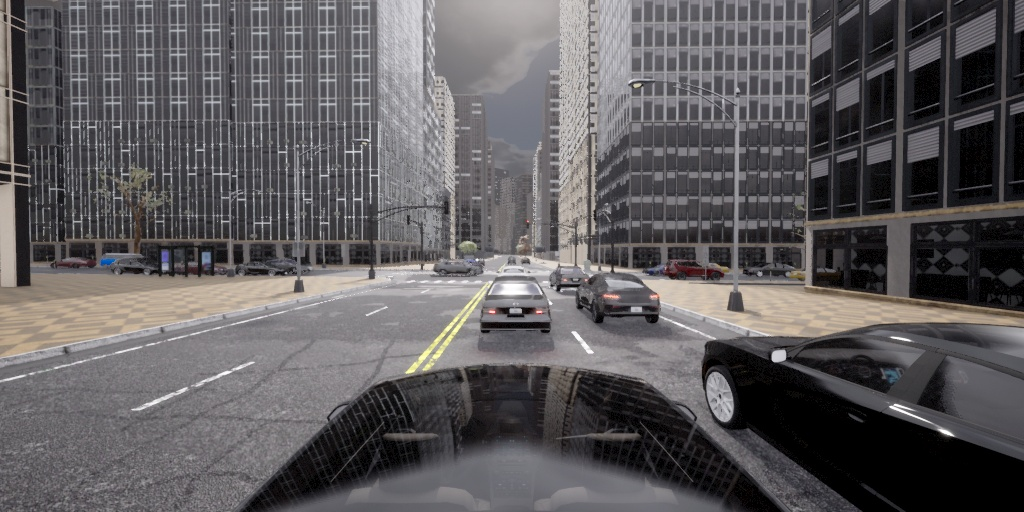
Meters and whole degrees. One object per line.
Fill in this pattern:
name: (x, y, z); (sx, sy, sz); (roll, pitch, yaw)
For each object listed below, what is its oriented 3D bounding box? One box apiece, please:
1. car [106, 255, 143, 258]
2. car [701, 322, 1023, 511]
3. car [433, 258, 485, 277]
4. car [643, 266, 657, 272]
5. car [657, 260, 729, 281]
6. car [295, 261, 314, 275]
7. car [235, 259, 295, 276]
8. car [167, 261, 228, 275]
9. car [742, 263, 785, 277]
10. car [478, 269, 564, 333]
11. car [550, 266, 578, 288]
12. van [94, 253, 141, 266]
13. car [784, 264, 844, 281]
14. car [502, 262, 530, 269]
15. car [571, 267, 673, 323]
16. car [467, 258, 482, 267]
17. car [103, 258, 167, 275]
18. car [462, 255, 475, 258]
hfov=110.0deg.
car: (-36.845, 0.939, 35.664); (4.892, 1.490, 1.837); (0, 1, 1)
car: (3.345, 1.227, 2.590); (1.882, 1.535, 5.008); (0, 0, 0)
car: (-5.220, 1.212, 35.067); (4.902, 1.511, 2.128); (1, 1, 1)
car: (16.700, 1.410, 37.944); (5.357, 1.411, 2.033); (0, 1, 1)
car: (16.173, 1.267, 32.174); (5.009, 1.841, 2.192); (0, 0, 1)
car: (-22.247, 1.058, 35.384); (4.902, 1.511, 2.128); (1, 1, 2)
car: (-22.752, 1.172, 32.675); (4.313, 1.339, 1.948); (0, 0, 1)
car: (-28.436, 1.136, 32.804); (4.207, 1.307, 1.802); (0, 0, 1)
car: (27.016, 1.459, 37.772); (4.892, 1.490, 1.837); (1, 1, 1)
car: (0.096, 1.293, 10.666); (2.033, 1.411, 5.357); (0, 0, 0)
car: (3.339, 1.286, 21.347); (2.033, 1.411, 5.357); (0, 0, 0)
van: (-45.314, 0.603, 41.626); (3.998, 1.789, 1.690); (0, 0, 1)
car: (27.622, 1.577, 31.985); (4.829, 1.417, 1.751); (0, 0, 1)
car: (0.088, 1.265, 20.257); (1.812, 1.442, 4.674); (0, 0, 0)
car: (3.345, 1.271, 11.936); (1.812, 1.442, 4.674); (0, 0, 0)
car: (-6.606, 1.191, 63.815); (2.128, 1.511, 4.902); (0, 0, 0)
car: (-34.117, 1.068, 32.973); (4.313, 1.339, 1.948); (0, 0, 1)
car: (-6.633, 0.933, 53.897); (2.150, 2.045, 5.566); (0, 0, 0)
